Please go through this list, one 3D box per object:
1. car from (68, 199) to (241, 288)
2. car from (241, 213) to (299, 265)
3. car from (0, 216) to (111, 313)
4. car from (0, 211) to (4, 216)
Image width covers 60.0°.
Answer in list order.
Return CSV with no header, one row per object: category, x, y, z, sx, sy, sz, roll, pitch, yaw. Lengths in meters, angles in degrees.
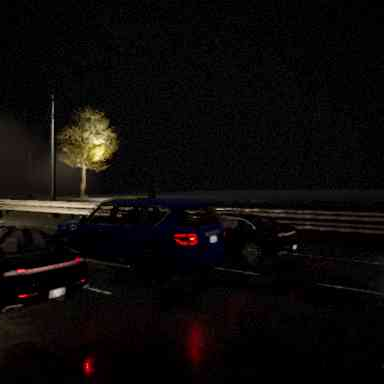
car,-1.667,1.208,9.478,5.566,2.045,2.150,0,0,35
car,1.224,1.480,11.713,4.902,1.511,2.128,0,0,36
car,-4.242,1.476,7.014,4.902,1.511,2.128,0,0,36
car,-15.409,1.526,23.575,4.718,1.301,1.895,0,0,36
